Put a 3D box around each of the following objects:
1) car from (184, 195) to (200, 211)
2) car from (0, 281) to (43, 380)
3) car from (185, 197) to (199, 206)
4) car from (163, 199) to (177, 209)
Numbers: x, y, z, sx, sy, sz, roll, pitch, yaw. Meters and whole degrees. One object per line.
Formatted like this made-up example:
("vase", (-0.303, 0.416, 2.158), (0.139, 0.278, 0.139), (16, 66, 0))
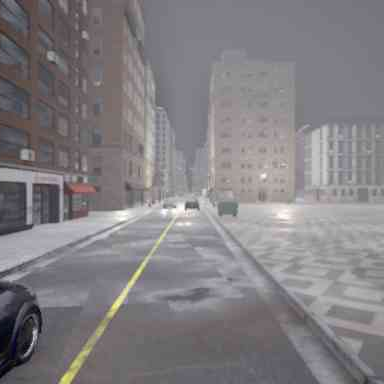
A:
("car", (0.020, 1.556, 42.703), (1.882, 1.535, 5.008), (0, 0, 1))
("car", (-3.102, 1.570, 3.014), (1.994, 1.385, 4.181), (0, 0, 0))
("car", (0.080, 1.652, 57.861), (2.033, 1.411, 5.357), (0, 0, 6))
("car", (-3.090, 1.687, 47.318), (1.895, 1.301, 4.718), (0, 0, 0))
